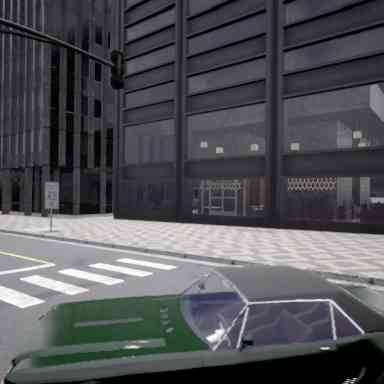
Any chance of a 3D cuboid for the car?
[{"bbox_3d":[0.525,1.609,3.796,4.718,1.301,1.895,0,-1,-11],"label":"car"}]
